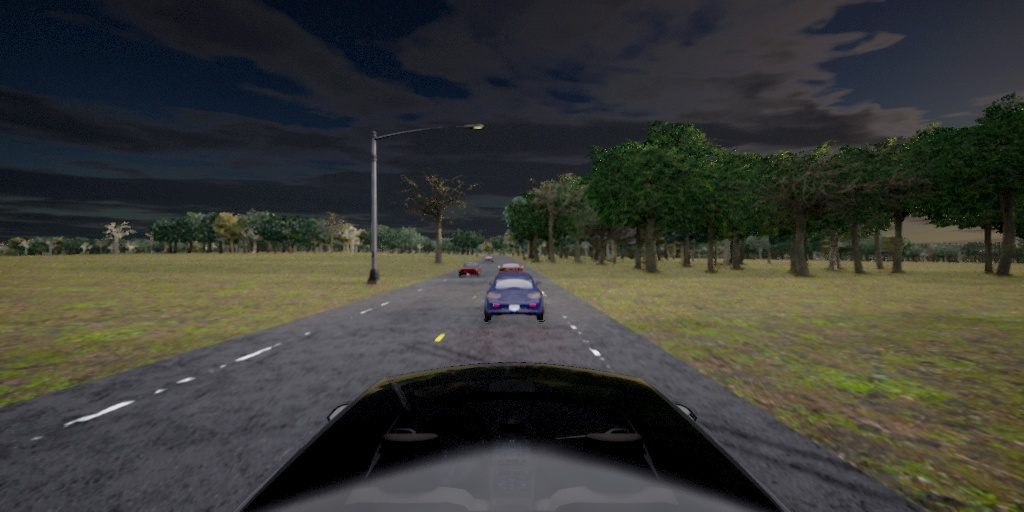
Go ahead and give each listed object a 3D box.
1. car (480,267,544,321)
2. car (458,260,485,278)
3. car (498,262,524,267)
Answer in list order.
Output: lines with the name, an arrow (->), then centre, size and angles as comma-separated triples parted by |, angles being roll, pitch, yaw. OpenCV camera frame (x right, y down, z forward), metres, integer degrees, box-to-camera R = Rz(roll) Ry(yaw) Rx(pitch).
car -> 0.058, 1.277, 12.341 | 1.812, 1.442, 4.674 | 0, 0, 0
car -> -3.845, 1.289, 33.342 | 1.895, 1.301, 4.718 | 0, 0, -1
car -> -0.085, 1.189, 28.227 | 1.882, 1.535, 5.008 | 0, 0, -1
